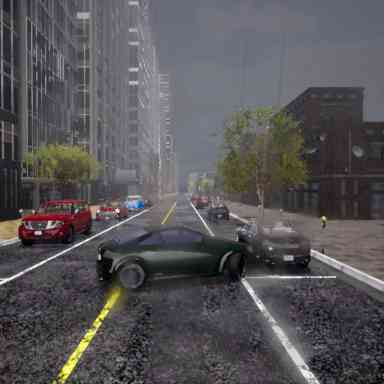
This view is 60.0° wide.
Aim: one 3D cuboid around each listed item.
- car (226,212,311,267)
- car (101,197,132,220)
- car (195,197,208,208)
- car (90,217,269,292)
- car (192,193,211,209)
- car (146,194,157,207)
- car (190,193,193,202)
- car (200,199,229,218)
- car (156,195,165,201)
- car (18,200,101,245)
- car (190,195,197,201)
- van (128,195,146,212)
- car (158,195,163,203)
[{"bbox_3d":[2.549,1.548,11.161,2.008,1.369,4.403,-1,0,-1],"label":"car"},{"bbox_3d":[-6.390,1.432,26.816,1.967,1.590,4.097,-1,0,-1],"label":"car"},{"bbox_3d":[1.395,1.509,50.056,1.752,1.417,4.829,-1,0,-1],"label":"car"},{"bbox_3d":[-0.378,1.557,8.828,4.181,1.385,1.994,0,0,-21],"label":"car"},{"bbox_3d":[1.541,1.301,44.353,2.192,1.841,5.009,-1,0,-1],"label":"car"},{"bbox_3d":[-6.982,1.299,49.675,2.192,1.841,5.009,-1,0,-1],"label":"car"},{"bbox_3d":[0.812,1.291,72.017,2.192,1.841,5.009,-1,0,-1],"label":"car"},{"bbox_3d":[2.013,1.543,27.021,2.008,1.369,4.403,-1,0,-1],"label":"car"},{"bbox_3d":[-7.849,1.497,82.703,1.752,1.417,4.829,-1,0,-1],"label":"car"},{"bbox_3d":[-6.190,1.310,15.748,2.192,1.841,5.009,-1,0,-1],"label":"car"},{"bbox_3d":[0.379,1.551,88.614,1.802,1.307,4.206,-1,0,-1],"label":"car"},{"bbox_3d":[-6.690,1.329,38.609,1.690,1.788,3.998,-1,0,-1],"label":"van"},{"bbox_3d":[-7.416,1.522,66.274,1.887,1.381,4.507,-1,0,-1],"label":"car"}]
